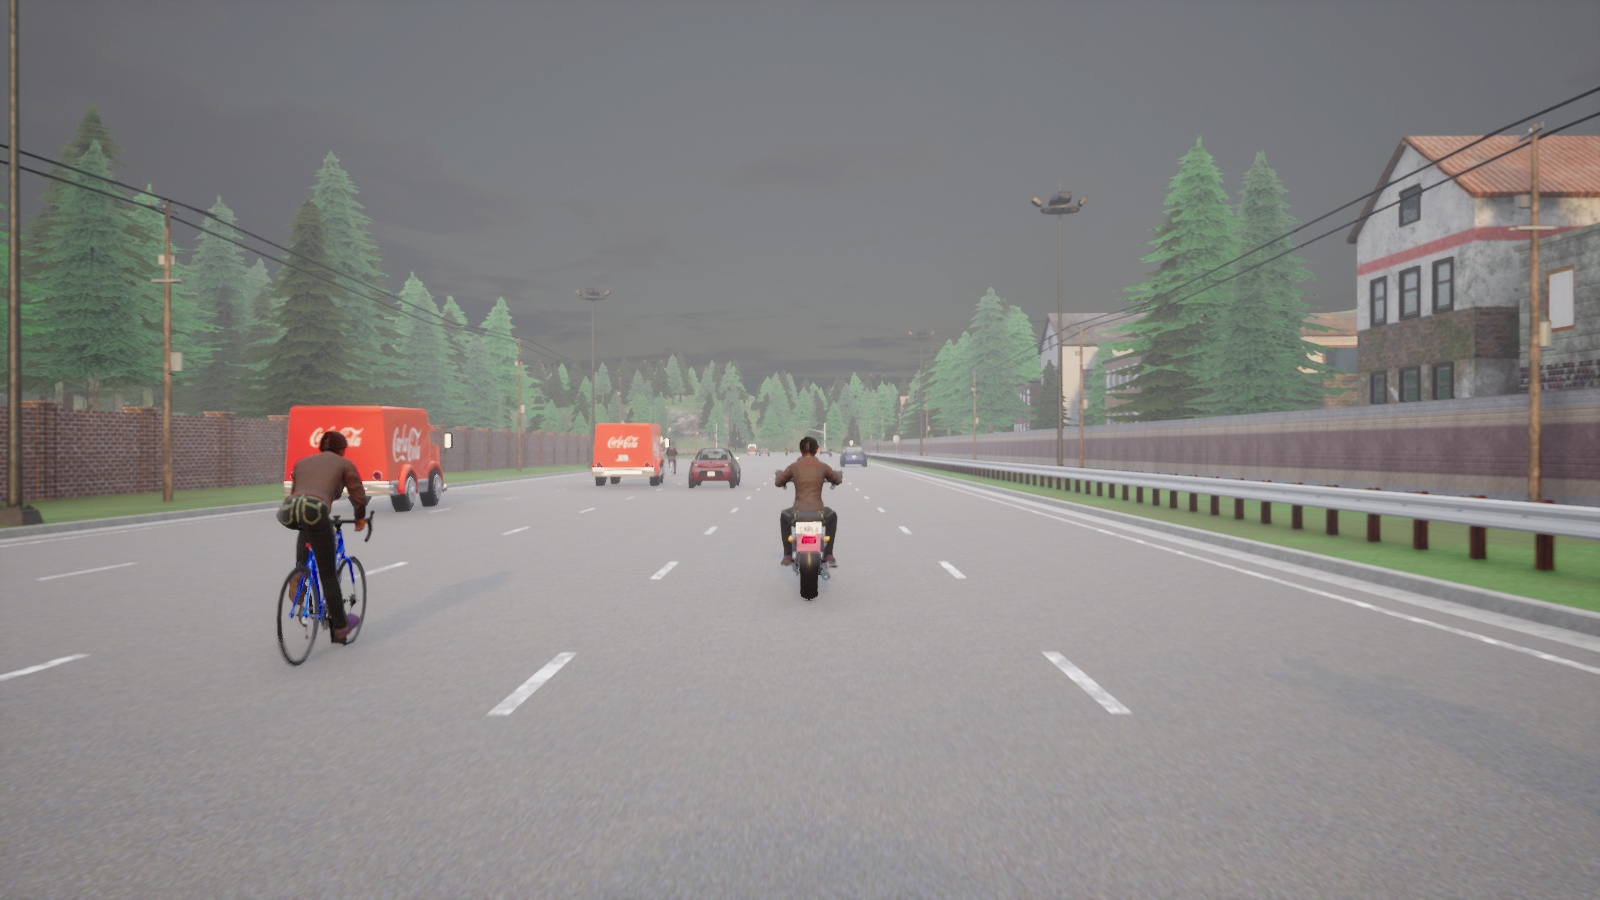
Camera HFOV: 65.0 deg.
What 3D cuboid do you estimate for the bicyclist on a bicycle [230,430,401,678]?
[{"bbox_3d":[-3.433,0.680,9.039,0.582,1.620,1.656,0,0,0],"label":"bicyclist on a bicycle"}]

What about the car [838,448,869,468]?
[{"bbox_3d":[4.065,0.570,95.538,2.163,1.488,4.792,0,0,0],"label":"car"}]

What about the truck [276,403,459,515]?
[{"bbox_3d":[-10.309,0.195,30.473,2.627,2.467,5.204,0,0,0],"label":"truck"}]

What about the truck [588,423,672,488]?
[{"bbox_3d":[-6.696,0.170,50.137,2.627,2.467,5.204,0,1,0],"label":"truck"}]

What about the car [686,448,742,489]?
[{"bbox_3d":[-3.211,0.669,47.539,1.816,1.474,4.193,0,0,0],"label":"car"}]

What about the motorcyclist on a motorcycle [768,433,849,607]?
[{"bbox_3d":[0.091,0.674,13.090,0.766,1.649,2.350,0,0,0],"label":"motorcyclist on a motorcycle"}]
